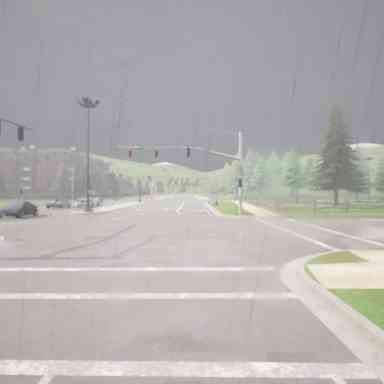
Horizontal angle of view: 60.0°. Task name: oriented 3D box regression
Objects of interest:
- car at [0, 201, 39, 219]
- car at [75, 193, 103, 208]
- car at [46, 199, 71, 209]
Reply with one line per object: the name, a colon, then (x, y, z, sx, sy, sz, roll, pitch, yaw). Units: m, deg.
car: (-15.065, 1.538, 28.954, 1.812, 1.442, 4.674, 0, 0, 0)
car: (-15.048, 1.237, 48.261, 2.150, 2.045, 5.566, 0, 1, 0)
car: (-18.547, 1.620, 46.397, 1.895, 1.301, 4.718, 0, 0, 0)
